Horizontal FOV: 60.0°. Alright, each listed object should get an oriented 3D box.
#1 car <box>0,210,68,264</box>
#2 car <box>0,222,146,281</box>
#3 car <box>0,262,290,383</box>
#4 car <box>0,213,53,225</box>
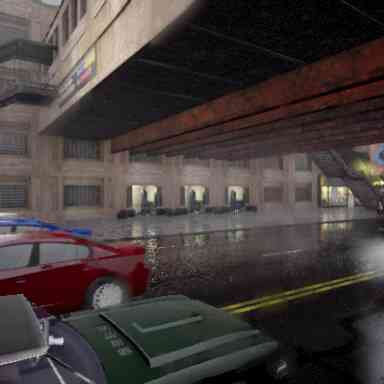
[{"bbox_3d":[-6.840,1.479,11.200,4.892,1.521,2.231,0,0,-24],"label":"car"},{"bbox_3d":[-3.207,1.476,5.912,5.008,1.535,1.882,0,0,-33],"label":"car"},{"bbox_3d":[-1.433,1.600,2.656,4.718,1.301,1.895,0,0,-33],"label":"car"},{"bbox_3d":[-5.138,1.476,8.831,5.008,1.535,1.882,0,0,-33],"label":"car"}]
